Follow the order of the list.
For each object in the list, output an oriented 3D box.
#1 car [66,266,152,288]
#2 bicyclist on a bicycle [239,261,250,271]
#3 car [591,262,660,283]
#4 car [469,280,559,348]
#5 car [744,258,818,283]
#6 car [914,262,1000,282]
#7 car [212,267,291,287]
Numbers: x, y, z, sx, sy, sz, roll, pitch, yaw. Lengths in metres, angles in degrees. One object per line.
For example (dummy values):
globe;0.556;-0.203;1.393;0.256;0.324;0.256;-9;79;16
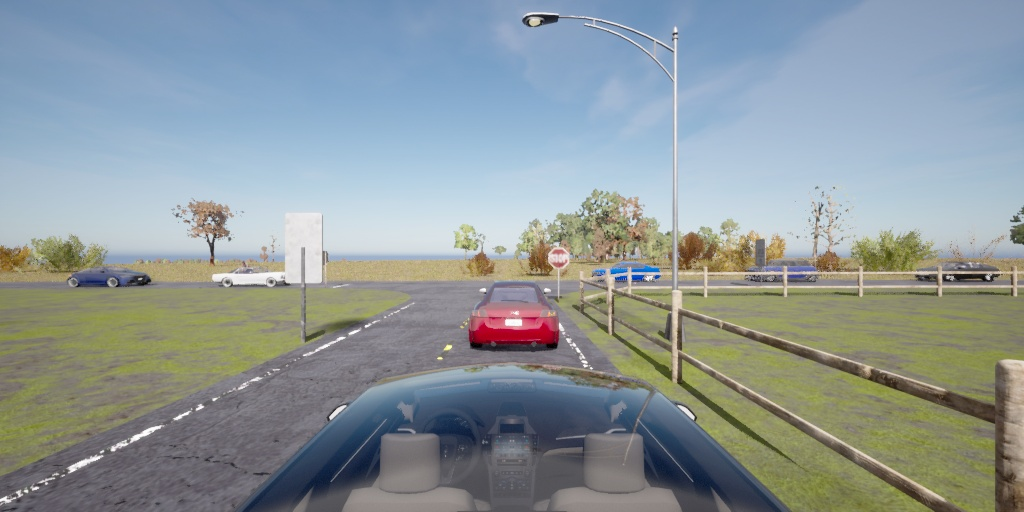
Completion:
car;-27.264;1.386;24.362;4.181;1.385;1.994;0;0;0
bicyclist on a bicycle;-22.561;1.261;30.307;0.582;1.620;1.656;0;0;0
car;8.522;1.202;27.093;5.008;1.535;1.882;0;0;0
car;0.077;1.314;9.258;1.994;1.385;4.181;0;0;1
car;20.154;1.049;27.019;4.553;1.767;2.097;0;0;0
car;33.295;1.166;26.933;4.902;1.511;2.128;0;0;1
car;-17.250;1.395;24.301;4.718;1.301;1.895;0;0;0
